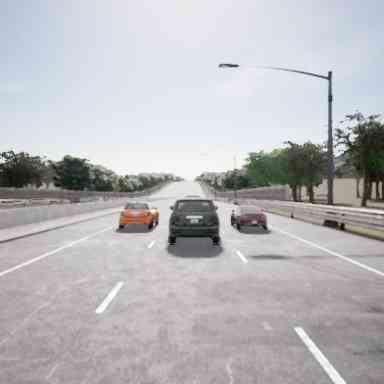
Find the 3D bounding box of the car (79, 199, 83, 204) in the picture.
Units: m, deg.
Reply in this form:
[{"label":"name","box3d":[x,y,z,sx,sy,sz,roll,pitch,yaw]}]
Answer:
[{"label":"car","box3d":[-21.023,1.840,66.528,1.882,1.535,5.008,0,-1,0]}]

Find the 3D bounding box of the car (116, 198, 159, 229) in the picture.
[{"label":"car","box3d":[-3.408,1.402,22.167,2.097,1.767,4.553,0,0,0]}]

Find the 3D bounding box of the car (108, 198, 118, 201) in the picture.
[{"label":"car","box3d":[-14.053,1.772,60.029,1.882,1.535,5.008,0,-1,1]}]

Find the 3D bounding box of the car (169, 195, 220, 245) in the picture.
[{"label":"car","box3d":[0.095,1.255,15.936,2.150,2.045,5.566,0,0,0]}]

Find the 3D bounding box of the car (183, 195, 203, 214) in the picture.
[{"label":"car","box3d":[0.087,1.336,37.501,2.150,2.045,5.566,0,0,0]}]

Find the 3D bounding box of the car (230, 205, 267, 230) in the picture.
[{"label":"car","box3d":[3.592,1.575,21.461,1.812,1.442,4.674,0,0,0]}]

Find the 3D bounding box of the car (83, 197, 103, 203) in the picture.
[{"label":"car","box3d":[-17.547,1.650,60.363,2.097,1.767,4.553,0,-1,1]}]
